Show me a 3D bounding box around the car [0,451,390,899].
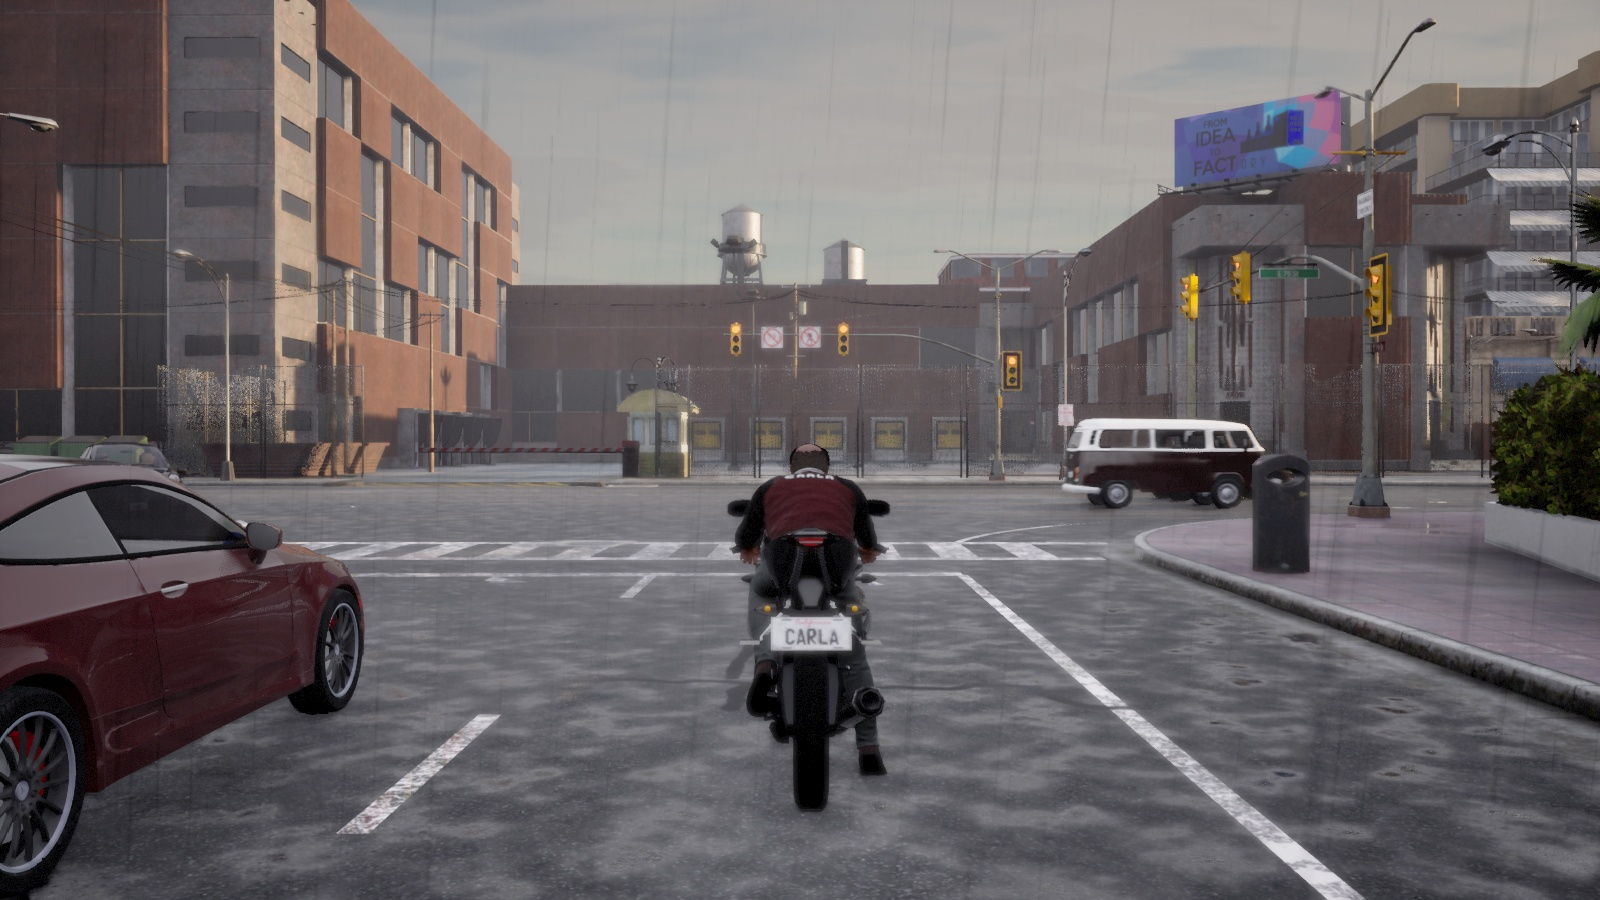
[{"bbox_3d":[-3.445,0.739,5.441,1.812,1.442,4.674,0,0,0],"label":"car"}]

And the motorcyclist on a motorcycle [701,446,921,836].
[{"bbox_3d":[0.045,0.747,6.037,0.866,1.530,2.191,0,0,0],"label":"motorcyclist on a motorcycle"}]

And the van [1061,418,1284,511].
[{"bbox_3d":[8.433,0.314,28.756,4.480,2.038,2.069,0,0,1],"label":"van"}]

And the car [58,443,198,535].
[{"bbox_3d":[-12.115,0.623,22.545,1.845,1.501,3.633,0,0,-34],"label":"car"}]

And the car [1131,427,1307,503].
[{"bbox_3d":[10.675,0.369,32.203,3.866,1.878,1.905,0,0,2],"label":"car"}]
